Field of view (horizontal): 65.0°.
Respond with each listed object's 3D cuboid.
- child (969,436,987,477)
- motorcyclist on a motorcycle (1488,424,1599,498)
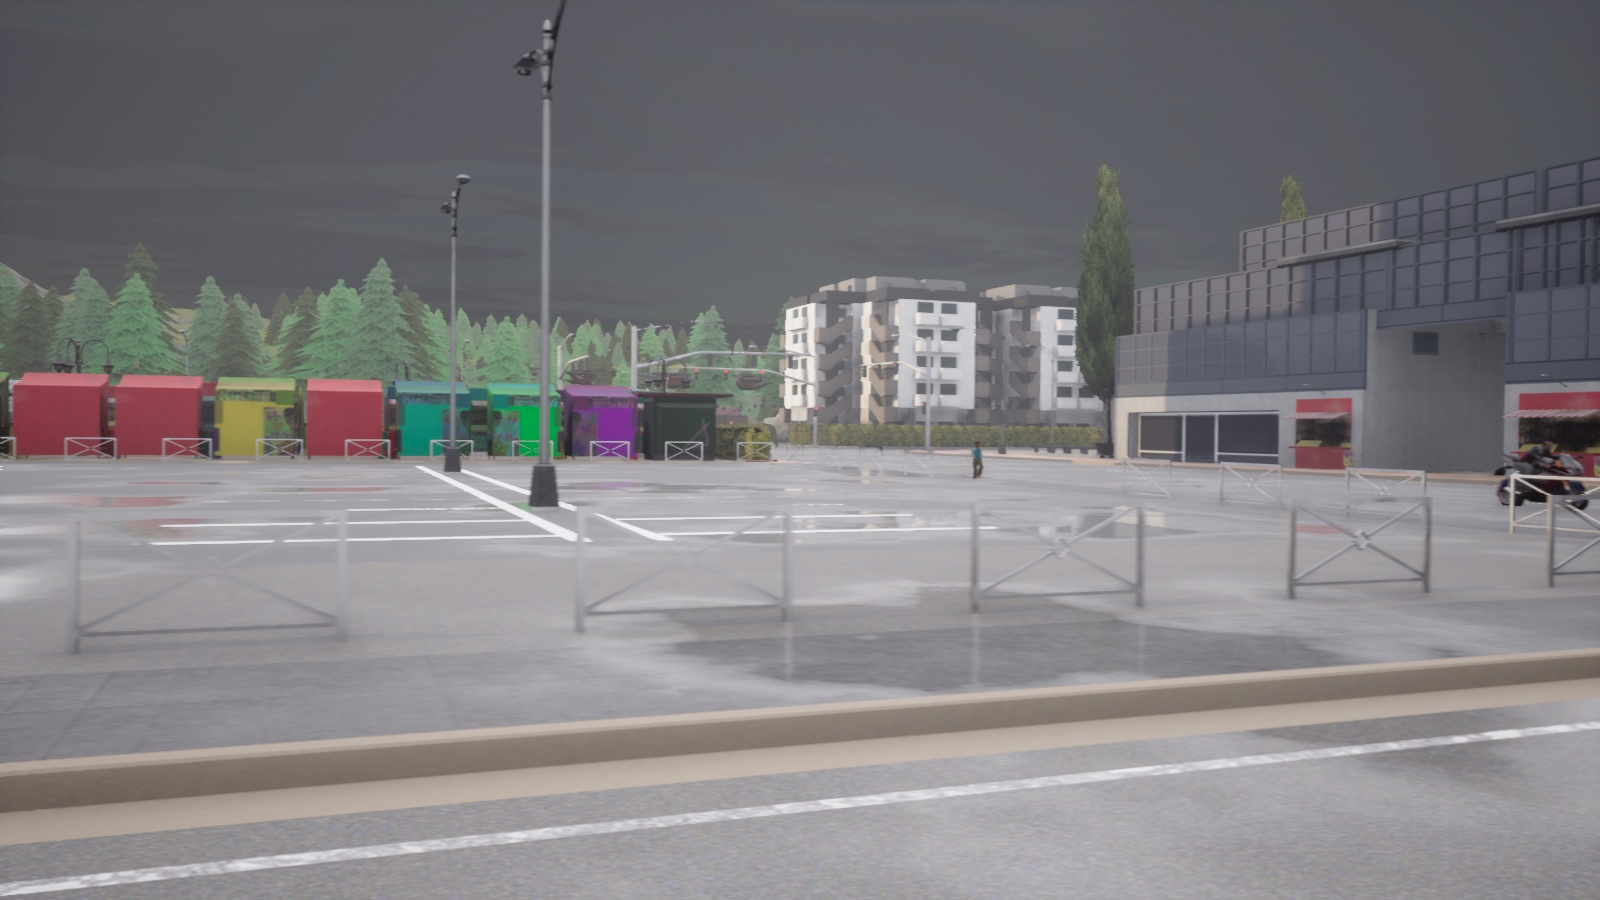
[{"bbox_3d":[5.171,0.189,36.404,0.343,1.192,0.448,-1,1,-19],"label":"child"},{"bbox_3d":[16.216,0.214,27.301,0.866,1.530,2.191,-1,1,-19],"label":"motorcyclist on a motorcycle"}]
